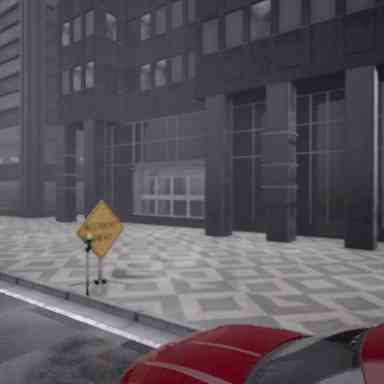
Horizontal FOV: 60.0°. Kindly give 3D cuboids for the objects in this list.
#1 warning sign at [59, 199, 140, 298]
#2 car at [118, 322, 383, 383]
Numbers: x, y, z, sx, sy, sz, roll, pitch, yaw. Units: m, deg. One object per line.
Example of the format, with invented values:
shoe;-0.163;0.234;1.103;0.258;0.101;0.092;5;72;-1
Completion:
warning sign;-1.981;1.108;7.206;1.060;1.860;1.300;0;0;35
car;1.448;1.545;1.930;4.507;1.381;1.887;0;0;35
